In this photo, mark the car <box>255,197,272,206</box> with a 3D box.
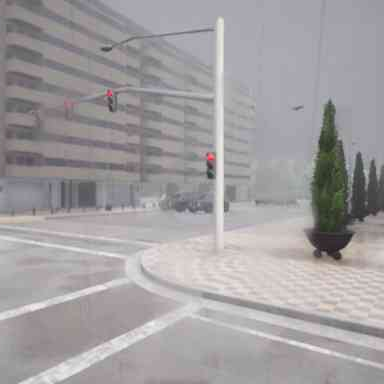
[{"bbox_3d":[11.938,1.495,53.752,1.895,1.301,4.718,0,0,36],"label":"car"}]

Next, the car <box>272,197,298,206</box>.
[{"bbox_3d":[14.817,1.450,51.759,2.033,1.411,5.357,0,0,36],"label":"car"}]

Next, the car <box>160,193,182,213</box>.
[{"bbox_3d":[-1.041,1.115,36.038,2.150,2.045,5.566,0,0,36],"label":"car"}]

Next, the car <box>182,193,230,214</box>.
[{"bbox_3d":[1.818,1.123,34.019,2.150,2.045,5.566,0,0,36],"label":"car"}]
